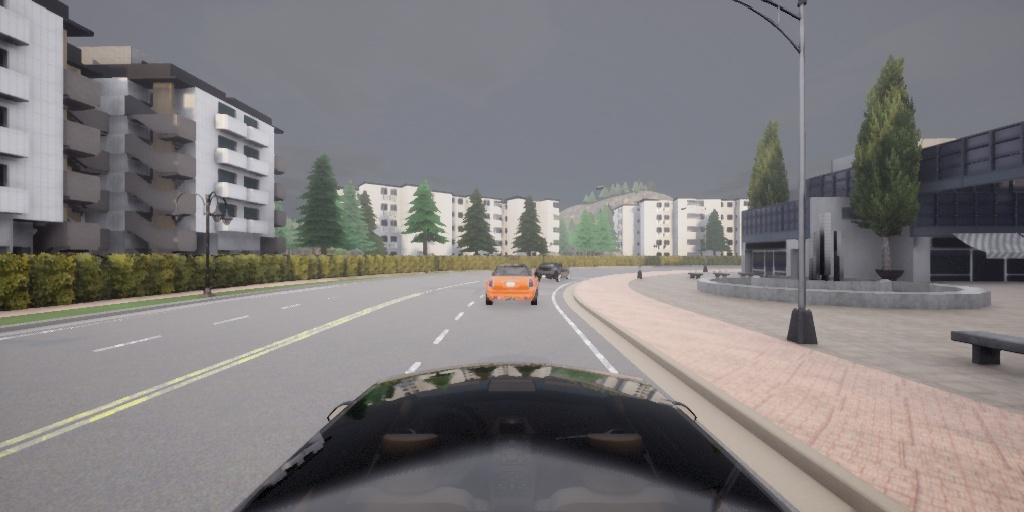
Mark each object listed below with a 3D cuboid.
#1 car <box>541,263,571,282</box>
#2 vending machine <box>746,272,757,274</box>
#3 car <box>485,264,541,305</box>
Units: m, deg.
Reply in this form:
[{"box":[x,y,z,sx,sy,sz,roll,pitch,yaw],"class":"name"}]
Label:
[{"box":[3.345,1.266,28.848,1.837,1.490,4.892,0,0,24],"class":"car"},{"box":[31.781,0.945,47.003,0.880,2.100,1.100,0,0,-12],"class":"vending machine"},{"box":[0.119,1.116,16.055,2.097,1.767,4.553,0,0,5],"class":"car"}]
